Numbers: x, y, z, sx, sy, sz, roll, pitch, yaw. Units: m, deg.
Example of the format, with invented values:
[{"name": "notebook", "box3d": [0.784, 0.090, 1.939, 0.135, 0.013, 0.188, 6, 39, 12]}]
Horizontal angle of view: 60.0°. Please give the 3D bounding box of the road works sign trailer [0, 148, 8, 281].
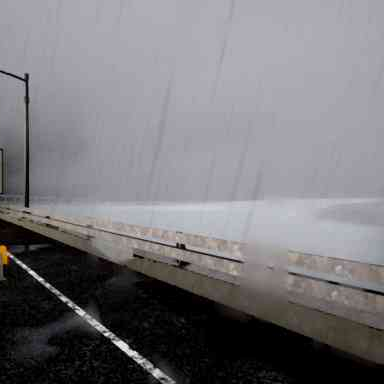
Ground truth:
[{"name": "road works sign trailer", "box3d": [-6.470, 0.470, 8.991, 2.380, 3.560, 2.880, 0, 0, -38]}]
